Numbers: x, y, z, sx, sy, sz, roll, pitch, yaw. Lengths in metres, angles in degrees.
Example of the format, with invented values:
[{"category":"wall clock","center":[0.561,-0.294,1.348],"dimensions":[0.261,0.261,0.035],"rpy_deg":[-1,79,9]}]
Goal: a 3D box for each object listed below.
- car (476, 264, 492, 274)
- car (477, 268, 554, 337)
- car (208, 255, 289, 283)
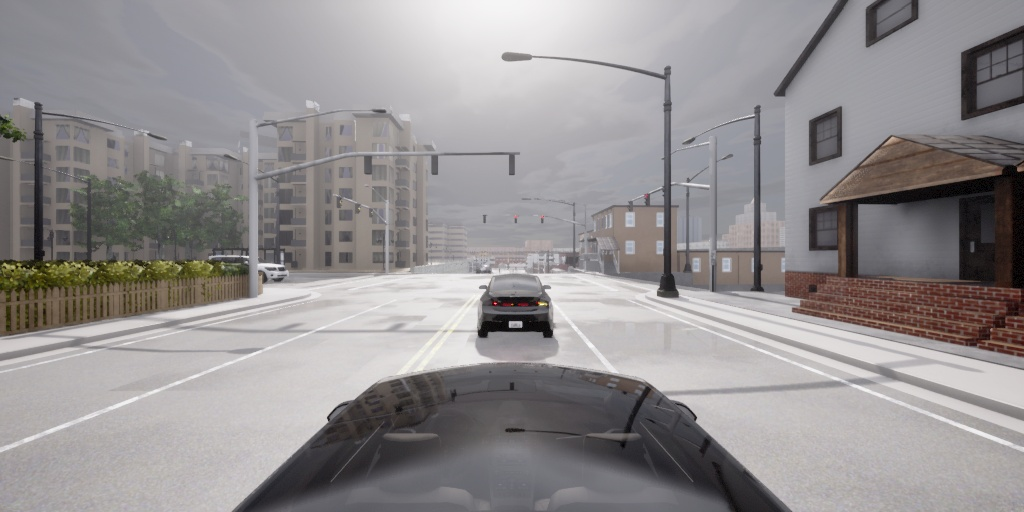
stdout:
[{"category":"car","center":[-3.630,1.755,47.089],"dimensions":[2.128,1.511,4.902],"rpy_deg":[0,-5,0]},{"category":"car","center":[0.090,1.255,10.276],"dimensions":[1.837,1.490,4.892],"rpy_deg":[0,0,0]},{"category":"car","center":[-19.962,0.971,26.961],"dimensions":[5.566,2.045,2.150],"rpy_deg":[0,0,1]}]
